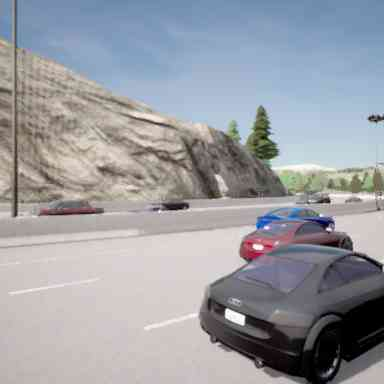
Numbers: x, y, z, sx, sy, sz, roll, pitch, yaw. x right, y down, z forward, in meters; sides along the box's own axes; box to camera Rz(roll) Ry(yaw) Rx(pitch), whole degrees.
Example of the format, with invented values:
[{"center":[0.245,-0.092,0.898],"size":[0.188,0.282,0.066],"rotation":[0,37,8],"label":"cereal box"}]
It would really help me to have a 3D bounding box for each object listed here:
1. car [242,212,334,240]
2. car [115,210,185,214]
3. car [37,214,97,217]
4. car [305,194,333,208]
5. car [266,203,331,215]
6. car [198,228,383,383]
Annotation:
[{"center":[3.505,1.578,10.946],"size":[4.181,1.385,1.994],"rotation":[0,0,-38],"label":"car"},{"center":[-3.108,1.642,23.792],"size":[4.718,1.301,1.895],"rotation":[0,0,-39],"label":"car"},{"center":[-9.155,1.399,23.498],"size":[4.553,1.767,2.097],"rotation":[0,0,-38],"label":"car"},{"center":[19.304,1.279,50.437],"size":[2.150,2.045,5.566],"rotation":[0,0,41],"label":"car"},{"center":[5.370,1.499,16.945],"size":[5.008,1.535,1.882],"rotation":[0,0,-40],"label":"car"},{"center":[2.150,1.571,5.477],"size":[4.181,1.385,1.994],"rotation":[0,0,-37],"label":"car"}]
